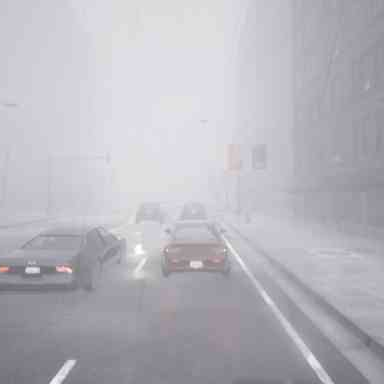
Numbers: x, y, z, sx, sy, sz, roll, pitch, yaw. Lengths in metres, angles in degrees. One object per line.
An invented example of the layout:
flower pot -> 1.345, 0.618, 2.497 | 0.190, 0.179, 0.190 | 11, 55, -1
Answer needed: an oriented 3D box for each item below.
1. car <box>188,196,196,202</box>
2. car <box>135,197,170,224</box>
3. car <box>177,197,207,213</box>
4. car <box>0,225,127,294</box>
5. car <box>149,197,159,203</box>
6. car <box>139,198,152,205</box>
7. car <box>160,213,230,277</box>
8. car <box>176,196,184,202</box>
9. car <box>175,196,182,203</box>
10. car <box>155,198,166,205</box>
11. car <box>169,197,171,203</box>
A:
car -> 0.012, 1.946, 93.212 | 2.128, 1.511, 4.902 | 0, 0, 0
car -> -3.147, 1.540, 26.539 | 2.097, 1.767, 4.553 | 0, 0, 0
car -> 0.103, 1.540, 26.655 | 2.097, 1.767, 4.553 | 0, 0, 0
car -> -3.149, 1.615, 9.085 | 2.033, 1.411, 5.357 | 0, 0, 0
car -> -9.738, 2.084, 85.254 | 1.994, 1.385, 4.181 | 0, 0, 0
car -> -9.741, 1.979, 69.657 | 2.128, 1.511, 4.902 | 0, 0, 0
car -> 0.104, 1.603, 10.390 | 1.812, 1.442, 4.674 | 0, 0, 0
car -> -3.238, 1.960, 93.213 | 2.033, 1.411, 5.357 | 0, 0, 0
car -> -3.239, 2.076, 83.209 | 1.994, 1.385, 4.181 | 0, 0, 0
car -> -6.490, 1.978, 69.655 | 1.812, 1.442, 4.674 | 0, 0, 0
car -> -6.488, 2.009, 85.254 | 1.882, 1.535, 5.008 | 0, 0, 0
